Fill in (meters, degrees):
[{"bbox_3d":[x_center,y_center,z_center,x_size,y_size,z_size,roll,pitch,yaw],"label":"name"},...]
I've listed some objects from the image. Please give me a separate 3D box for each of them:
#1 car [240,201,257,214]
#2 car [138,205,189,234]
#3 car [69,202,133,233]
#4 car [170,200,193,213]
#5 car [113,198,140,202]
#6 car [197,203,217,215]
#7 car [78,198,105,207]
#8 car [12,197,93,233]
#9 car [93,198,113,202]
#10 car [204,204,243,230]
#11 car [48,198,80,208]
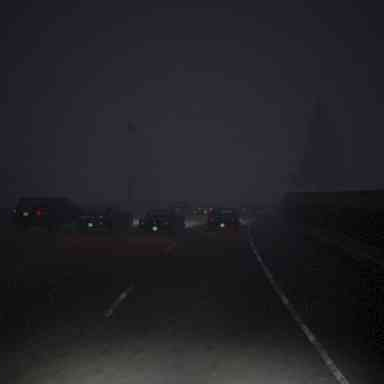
[{"bbox_3d":[6.544,1.766,39.410,1.812,1.442,4.674,0,0,18],"label":"car"},{"bbox_3d":[-1.665,1.708,20.213,1.895,1.301,4.718,0,0,9],"label":"car"},{"bbox_3d":[-5.145,1.588,20.440,2.128,1.511,4.902,0,0,9],"label":"car"},{"bbox_3d":[-1.240,1.711,37.854,1.837,1.490,4.892,0,0,16],"label":"car"},{"bbox_3d":[-10.299,1.763,55.065,2.128,1.511,4.902,0,0,22],"label":"car"},{"bbox_3d":[2.024,1.811,36.684,1.895,1.301,4.718,0,0,16],"label":"car"},{"bbox_3d":[-17.085,1.763,56.960,1.837,1.490,4.892,0,0,21],"label":"car"},{"bbox_3d":[-8.654,1.309,20.780,2.150,2.045,5.566,0,0,9],"label":"car"},{"bbox_3d":[-13.910,1.863,55.499,1.895,1.301,4.718,0,0,21],"label":"car"},{"bbox_3d":[2.226,1.732,22.273,1.895,1.301,4.718,0,0,10],"label":"car"},{"bbox_3d":[-21.327,1.786,55.663,2.033,1.411,5.357,0,0,21],"label":"car"}]
